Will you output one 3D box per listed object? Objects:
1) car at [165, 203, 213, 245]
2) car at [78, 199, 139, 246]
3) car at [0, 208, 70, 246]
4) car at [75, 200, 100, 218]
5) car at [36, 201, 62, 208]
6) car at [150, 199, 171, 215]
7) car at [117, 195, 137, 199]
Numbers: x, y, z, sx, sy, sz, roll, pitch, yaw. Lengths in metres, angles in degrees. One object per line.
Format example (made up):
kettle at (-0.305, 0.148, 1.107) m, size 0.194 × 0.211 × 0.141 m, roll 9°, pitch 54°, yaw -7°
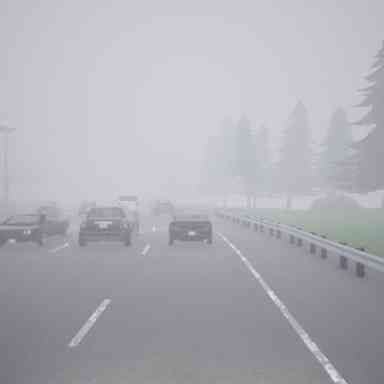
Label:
car at (-0.157, 1.485, 15.577) m, size 1.882 × 1.535 × 5.008 m, roll 0°, pitch 0°, yaw -3°
car at (-3.649, 1.366, 15.341) m, size 2.097 × 1.767 × 4.553 m, roll 0°, pitch 0°, yaw -3°
car at (-7.147, 1.616, 15.194) m, size 1.895 × 1.301 × 4.718 m, roll 0°, pitch 0°, yaw -3°
car at (-9.812, 1.563, 31.688) m, size 2.033 × 1.411 × 5.357 m, roll 0°, pitch 0°, yaw -15°
car at (-13.193, 1.533, 30.785) m, size 1.812 × 1.442 × 4.674 m, roll 0°, pitch 0°, yaw -15°
car at (-3.049, 1.495, 33.495) m, size 2.128 × 1.511 × 4.902 m, roll 0°, pitch 0°, yaw -15°
car at (-6.438, 1.258, 32.620) m, size 2.150 × 2.045 × 5.566 m, roll 0°, pitch 0°, yaw -15°
